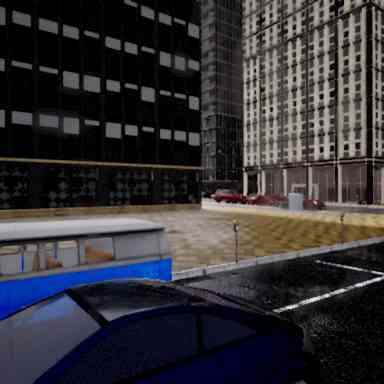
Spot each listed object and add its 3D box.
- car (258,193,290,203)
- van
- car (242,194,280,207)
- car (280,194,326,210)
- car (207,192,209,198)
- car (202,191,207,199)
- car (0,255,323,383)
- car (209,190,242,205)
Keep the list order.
[{"bbox_3d":[11.704,0.879,47.636,1.802,1.307,4.206,1,1,-36],"label":"car"},{"bbox_3d":[-2.212,1.338,4.982,3.998,1.788,1.690,0,0,-35],"label":"van"},{"bbox_3d":[8.169,1.023,38.177,1.802,1.307,4.206,1,0,-36],"label":"car"},{"bbox_3d":[11.417,0.989,33.643,1.967,1.590,4.097,1,0,-36],"label":"car"},{"bbox_3d":[5.116,0.605,56.845,1.752,1.417,4.829,1,1,-36],"label":"car"},{"bbox_3d":[1.969,0.541,61.242,1.947,1.339,4.313,1,1,-36],"label":"car"},{"bbox_3d":[-0.803,1.561,2.794,4.181,1.385,1.994,0,0,-35],"label":"car"},{"bbox_3d":[4.932,0.649,42.708,2.192,1.841,5.009,1,0,-36],"label":"car"}]
